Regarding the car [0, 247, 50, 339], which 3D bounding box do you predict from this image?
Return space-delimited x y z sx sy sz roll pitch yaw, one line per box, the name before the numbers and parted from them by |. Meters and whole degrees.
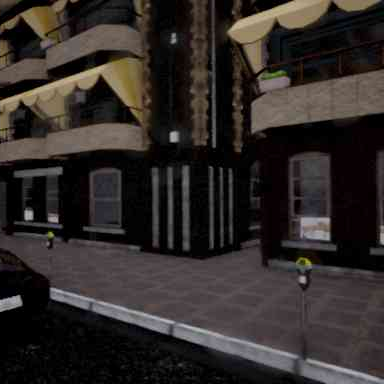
car | -4.270 1.639 5.918 4.313 1.339 1.947 -1 0 35
